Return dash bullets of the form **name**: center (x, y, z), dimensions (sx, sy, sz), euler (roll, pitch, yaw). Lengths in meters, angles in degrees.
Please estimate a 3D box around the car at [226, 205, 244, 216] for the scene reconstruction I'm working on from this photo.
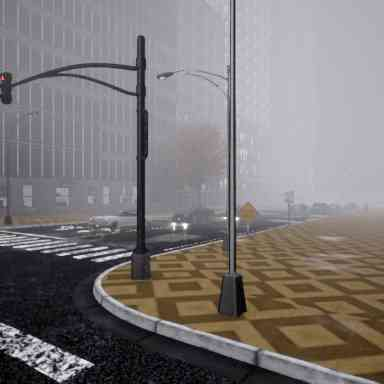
- **car**: center (5.682, 2.240, 40.003), dimensions (1.994, 1.385, 4.181), euler (0, -1, 33)

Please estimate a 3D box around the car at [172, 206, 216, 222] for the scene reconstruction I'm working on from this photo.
- **car**: center (0.313, 2.046, 31.660), dimensions (2.033, 1.411, 5.357), euler (0, -1, 33)

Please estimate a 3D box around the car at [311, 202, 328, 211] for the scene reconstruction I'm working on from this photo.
- **car**: center (23.730, 2.702, 61.765), dimensions (1.812, 1.442, 4.674), euler (0, -1, 34)

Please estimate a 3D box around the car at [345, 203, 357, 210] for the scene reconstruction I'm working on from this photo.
- **car**: center (31.396, 2.838, 65.759), dimensions (1.812, 1.442, 4.674), euler (0, -1, 33)

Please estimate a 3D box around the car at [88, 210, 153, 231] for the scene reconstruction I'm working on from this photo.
- **car**: center (-4.953, 1.925, 23.465), dimensions (1.895, 1.301, 4.718), euler (0, -1, 33)

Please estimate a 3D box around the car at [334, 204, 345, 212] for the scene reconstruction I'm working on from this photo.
- **car**: center (23.793, 2.641, 55.845), dimensions (2.033, 1.411, 5.357), euler (0, -1, 33)

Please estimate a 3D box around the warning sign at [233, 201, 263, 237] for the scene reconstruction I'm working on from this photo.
- **warning sign**: center (3.131, 1.454, 18.532), dimensions (1.300, 1.860, 1.060), euler (1, 1, 33)

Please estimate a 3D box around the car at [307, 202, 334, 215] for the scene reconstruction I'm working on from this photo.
- **car**: center (18.339, 2.268, 47.346), dimensions (2.097, 1.767, 4.553), euler (0, -1, 33)

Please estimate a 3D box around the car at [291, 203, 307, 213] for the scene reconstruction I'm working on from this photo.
- **car**: center (16.532, 2.432, 50.543), dimensions (2.128, 1.511, 4.902), euler (0, -1, 33)
